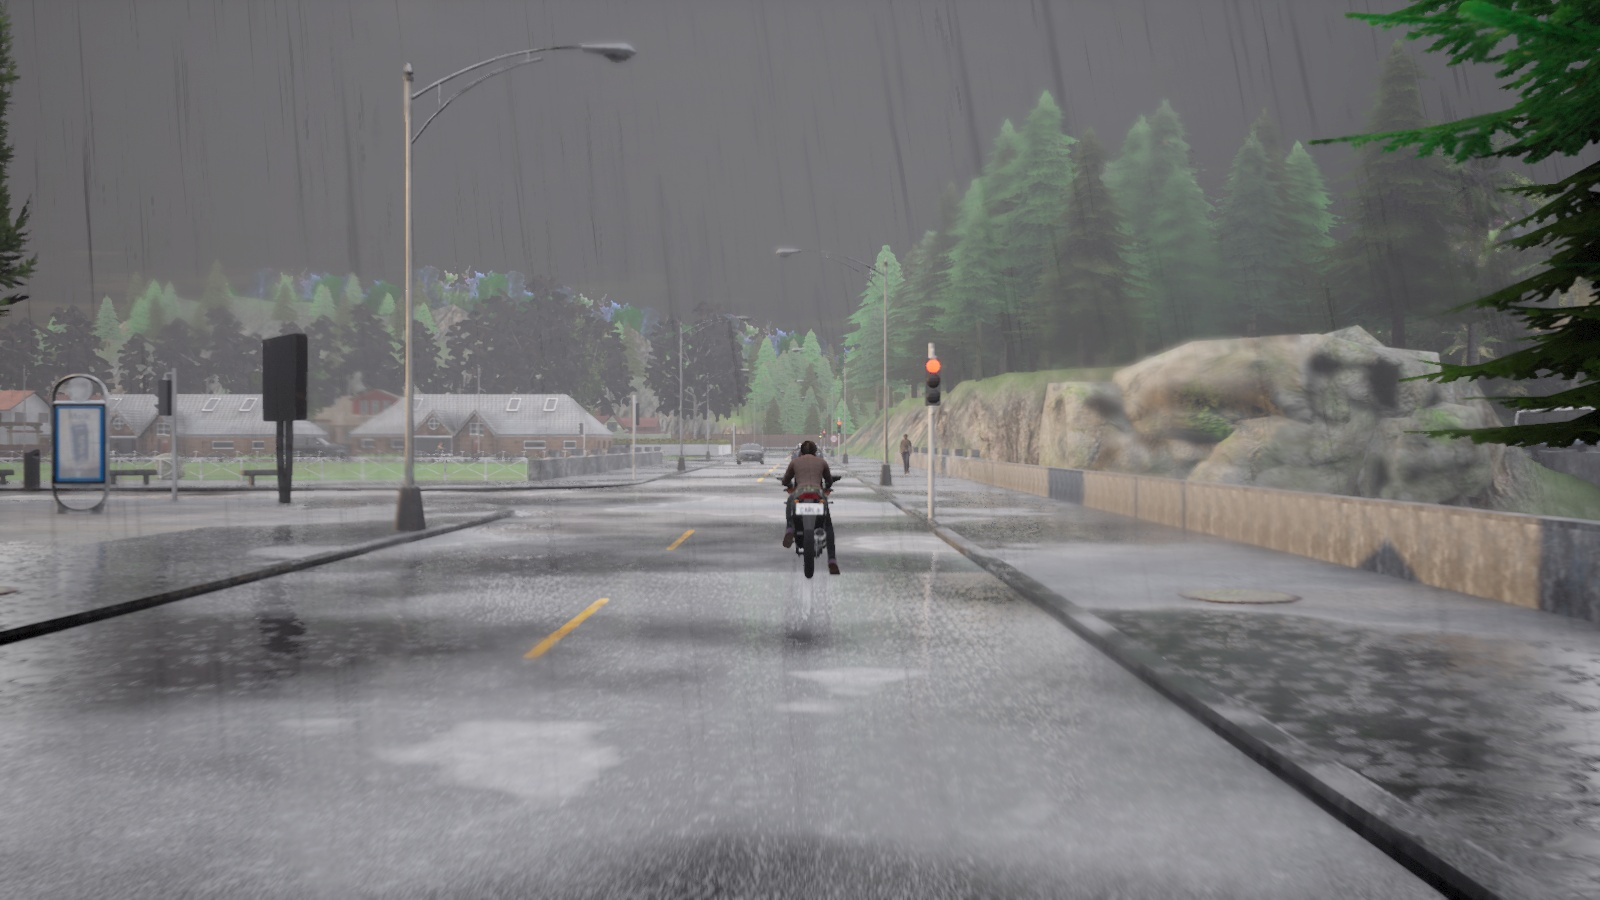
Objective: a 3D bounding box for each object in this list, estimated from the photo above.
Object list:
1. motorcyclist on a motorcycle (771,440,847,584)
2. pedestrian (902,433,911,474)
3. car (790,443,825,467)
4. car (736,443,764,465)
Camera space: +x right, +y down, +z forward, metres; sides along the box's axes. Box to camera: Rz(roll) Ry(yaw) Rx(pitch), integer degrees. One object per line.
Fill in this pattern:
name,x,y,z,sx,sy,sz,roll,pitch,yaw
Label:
motorcyclist on a motorcycle,0.099,0.648,14.323,0.797,1.523,2.044,0,0,0
pedestrian,4.693,0.149,55.172,0.328,1.805,0.869,0,0,0
car,0.474,0.299,79.404,2.163,1.488,4.792,0,0,0
car,-3.453,0.255,87.598,1.837,1.490,4.892,0,0,-1
